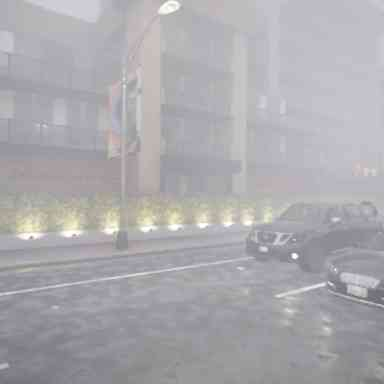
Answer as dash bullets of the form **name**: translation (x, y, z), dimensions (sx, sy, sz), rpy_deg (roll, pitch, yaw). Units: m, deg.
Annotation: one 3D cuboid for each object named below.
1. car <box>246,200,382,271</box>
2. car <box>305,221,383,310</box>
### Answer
- **car**: translation (4.364, 1.325, 11.359), dimensions (5.566, 2.045, 2.150), rpy_deg (0, 0, -35)
- **car**: translation (5.045, 1.581, 7.554), dimensions (4.902, 1.511, 2.128), rpy_deg (1, 0, -35)
